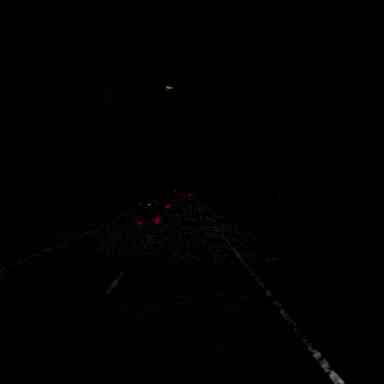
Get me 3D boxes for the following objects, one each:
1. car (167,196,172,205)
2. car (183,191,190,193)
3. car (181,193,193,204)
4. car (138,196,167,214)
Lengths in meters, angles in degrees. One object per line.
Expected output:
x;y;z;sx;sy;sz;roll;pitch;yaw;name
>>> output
-4.118;1.311;51.931;1.895;1.301;4.718;0;0;0;car
-1.213;0.804;73.753;2.150;2.045;5.566;0;0;-1;car
-0.826;1.238;56.602;1.994;1.385;4.181;0;0;-1;car
-3.921;1.175;32.269;2.097;1.767;4.553;0;0;-1;car
